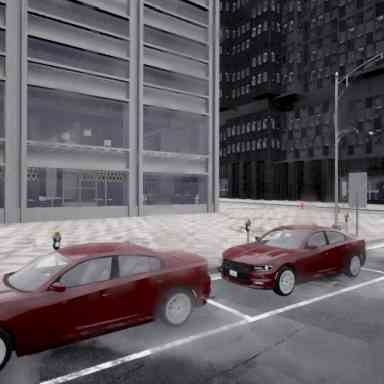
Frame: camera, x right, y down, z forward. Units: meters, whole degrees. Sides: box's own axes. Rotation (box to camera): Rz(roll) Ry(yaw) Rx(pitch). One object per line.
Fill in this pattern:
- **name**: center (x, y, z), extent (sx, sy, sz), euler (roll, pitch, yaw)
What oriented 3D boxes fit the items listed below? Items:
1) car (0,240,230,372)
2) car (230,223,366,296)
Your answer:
- **car**: center (-1.755, 1.545, 5.416), extent (4.507, 1.381, 1.887), euler (0, 0, -36)
- **car**: center (2.736, 1.545, 8.635), extent (4.507, 1.381, 1.887), euler (0, 0, -36)
